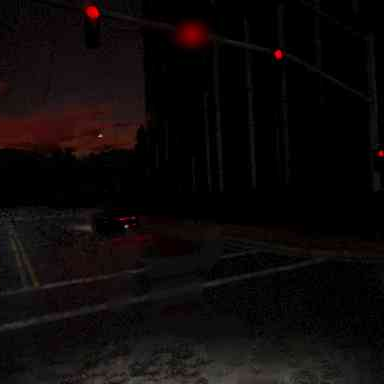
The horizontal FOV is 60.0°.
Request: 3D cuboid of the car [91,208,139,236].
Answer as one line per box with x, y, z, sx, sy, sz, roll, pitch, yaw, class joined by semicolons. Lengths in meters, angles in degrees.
-4.764;1.721;20.172;2.128;1.511;4.902;-3;0;-30;car
